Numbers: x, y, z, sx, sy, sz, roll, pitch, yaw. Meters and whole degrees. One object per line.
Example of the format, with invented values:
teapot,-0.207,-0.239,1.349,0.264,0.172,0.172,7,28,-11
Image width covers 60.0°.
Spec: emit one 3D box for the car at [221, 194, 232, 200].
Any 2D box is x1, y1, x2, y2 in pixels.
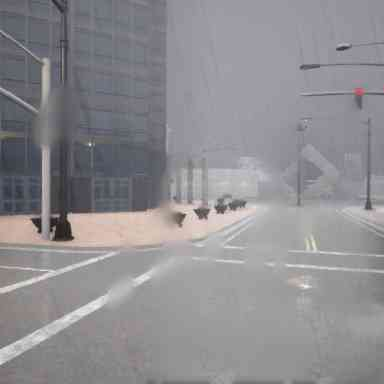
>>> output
car,8.719,1.199,85.060,1.837,1.490,4.892,0,0,27
